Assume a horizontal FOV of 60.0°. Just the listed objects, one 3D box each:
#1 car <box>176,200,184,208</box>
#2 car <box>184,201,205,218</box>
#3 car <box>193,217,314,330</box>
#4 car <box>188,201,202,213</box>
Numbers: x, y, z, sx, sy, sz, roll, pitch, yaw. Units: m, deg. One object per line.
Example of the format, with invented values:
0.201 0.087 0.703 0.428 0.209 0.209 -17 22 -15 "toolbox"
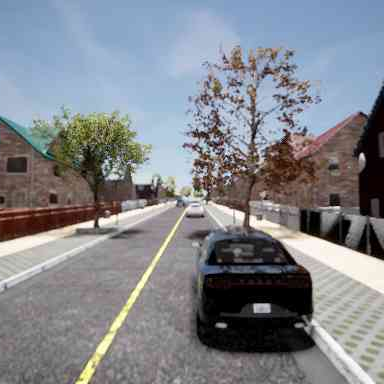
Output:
-2.241 2.358 66.713 1.812 1.442 4.674 0 -1 0 "car"
0.352 1.956 35.584 1.812 1.442 4.674 0 -1 0 "car"
1.031 1.563 7.299 1.882 1.535 5.008 0 -1 0 "car"
0.408 2.034 45.823 1.882 1.535 5.008 0 -1 1 "car"
